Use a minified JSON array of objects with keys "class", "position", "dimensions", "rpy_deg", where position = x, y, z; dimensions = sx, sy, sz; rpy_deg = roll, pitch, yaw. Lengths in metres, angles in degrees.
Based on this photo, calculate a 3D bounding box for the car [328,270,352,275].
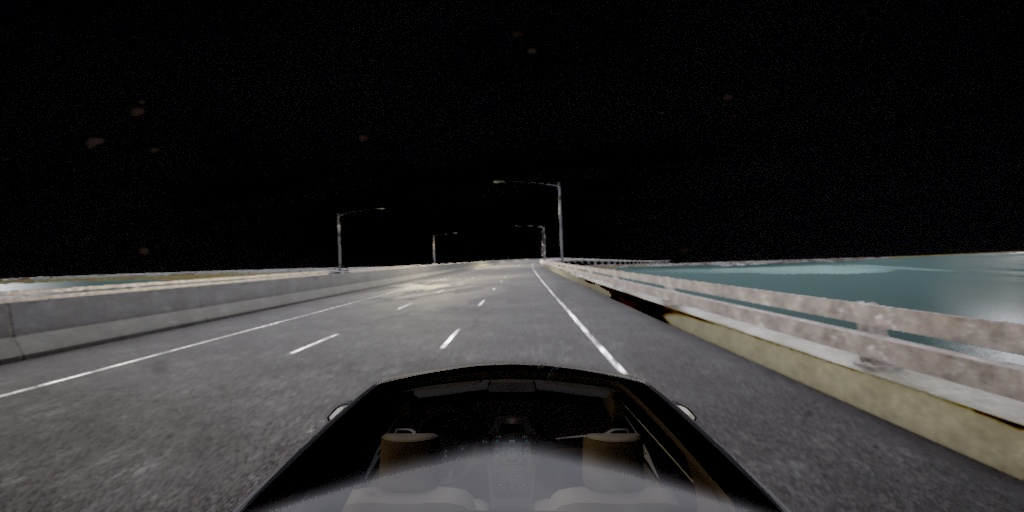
[{"class":"car","position":[-23.115,2.537,48.354],"dimensions":[1.994,1.385,4.181],"rpy_deg":[-2,0,2]}]
